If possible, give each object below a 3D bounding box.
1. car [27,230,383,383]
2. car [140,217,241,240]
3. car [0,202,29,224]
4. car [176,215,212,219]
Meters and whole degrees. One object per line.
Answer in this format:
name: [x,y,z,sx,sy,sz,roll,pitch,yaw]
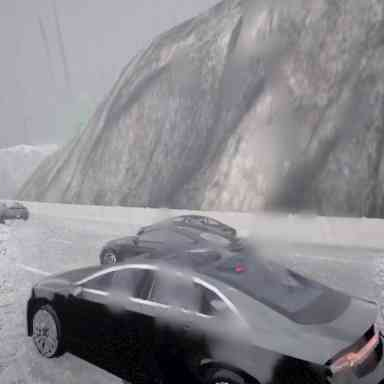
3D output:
car: [-0.259,1.500,4.313,4.902,1.511,2.128,0,0,37]
car: [-0.464,1.543,8.842,4.674,1.442,1.812,0,0,37]
car: [-14.223,1.527,25.635,4.902,1.511,2.128,0,0,45]
car: [-0.245,1.590,13.134,4.181,1.385,1.994,0,0,38]
